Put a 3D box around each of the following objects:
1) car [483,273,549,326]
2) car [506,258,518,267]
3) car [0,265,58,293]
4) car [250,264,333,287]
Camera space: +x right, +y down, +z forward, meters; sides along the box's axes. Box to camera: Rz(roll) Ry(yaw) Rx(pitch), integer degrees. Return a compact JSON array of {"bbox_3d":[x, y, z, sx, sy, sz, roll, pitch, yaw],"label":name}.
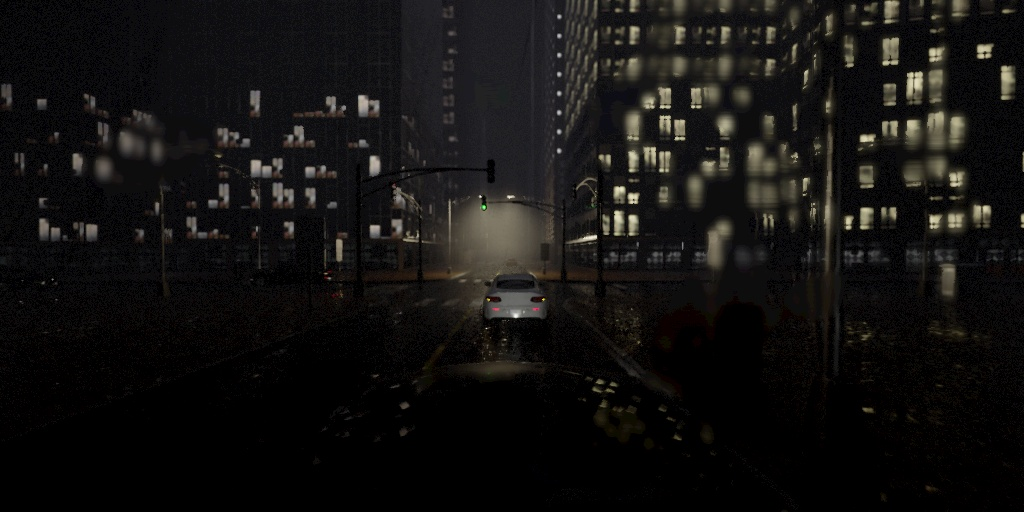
[{"bbox_3d":[0.100,1.255,11.384,1.812,1.442,4.674,0,0,0],"label":"car"},{"bbox_3d":[0.001,1.164,64.833,1.837,1.490,4.892,0,0,0],"label":"car"},{"bbox_3d":[-28.745,1.277,20.123,4.892,1.490,1.837,0,1,0],"label":"car"},{"bbox_3d":[-14.265,1.214,23.290,4.892,1.490,1.837,0,0,1],"label":"car"}]
